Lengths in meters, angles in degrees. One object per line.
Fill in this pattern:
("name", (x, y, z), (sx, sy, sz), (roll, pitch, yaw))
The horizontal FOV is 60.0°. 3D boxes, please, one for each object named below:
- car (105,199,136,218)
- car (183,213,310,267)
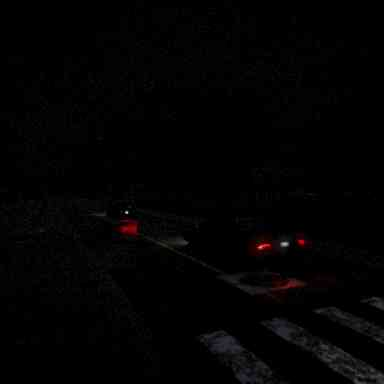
("car", (-6.096, 1.336, 28.225), (1.837, 1.490, 4.892), (-2, 1, -24))
("car", (1.452, 1.421, 11.101), (2.033, 1.411, 5.357), (-2, 1, -23))
